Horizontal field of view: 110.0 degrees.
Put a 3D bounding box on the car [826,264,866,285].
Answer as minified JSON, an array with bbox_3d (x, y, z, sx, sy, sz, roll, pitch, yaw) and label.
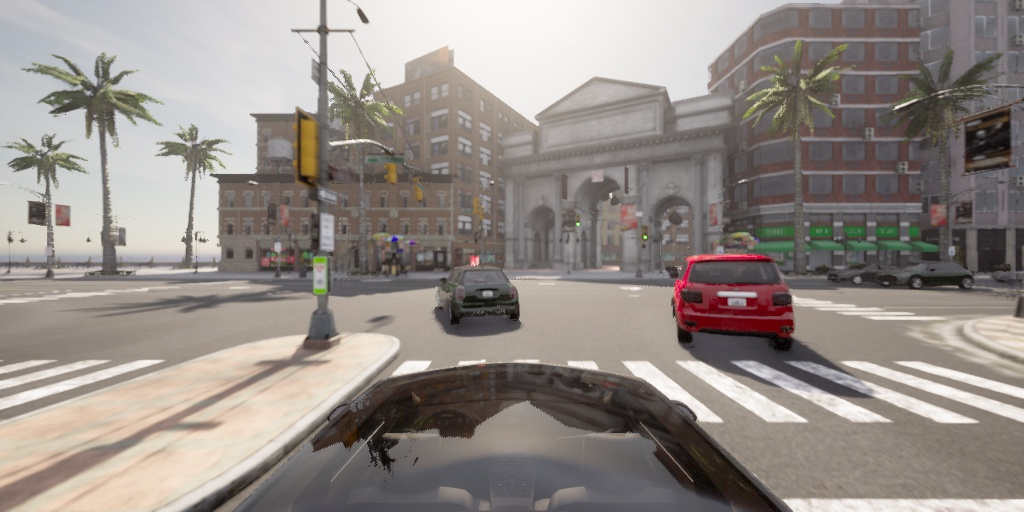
[{"bbox_3d":[25.959,1.307,26.299,4.892,1.490,1.837,0,0,0],"label":"car"}]

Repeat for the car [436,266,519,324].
[{"bbox_3d":[-1.355,1.124,12.444,2.097,1.767,4.553,0,0,-18],"label":"car"}]

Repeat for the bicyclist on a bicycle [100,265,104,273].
[{"bbox_3d":[-38.394,1.115,34.137,0.582,1.620,1.656,0,0,0],"label":"bicyclist on a bicycle"}]

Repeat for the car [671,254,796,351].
[{"bbox_3d":[5.476,0.989,9.442,2.150,2.045,5.566,-1,0,24],"label":"car"}]

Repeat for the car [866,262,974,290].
[{"bbox_3d":[26.029,1.147,22.787,4.553,1.767,2.097,0,0,1],"label":"car"}]

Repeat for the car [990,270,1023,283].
[{"bbox_3d":[38.264,1.403,26.044,4.718,1.301,1.895,0,0,3],"label":"car"}]
